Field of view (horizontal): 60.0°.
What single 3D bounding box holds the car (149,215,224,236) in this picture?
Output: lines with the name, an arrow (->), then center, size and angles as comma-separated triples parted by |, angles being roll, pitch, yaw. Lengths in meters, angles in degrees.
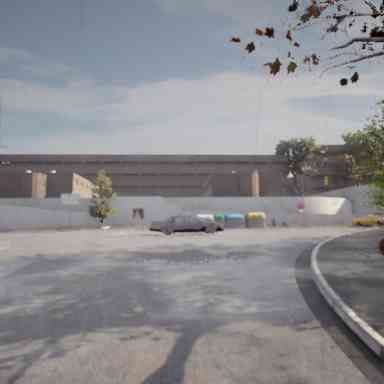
car -> -0.429, 2.391, 23.999 | 5.357, 1.411, 2.033 | 0, -5, -4

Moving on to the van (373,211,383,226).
van -> 25.854, 3.338, 42.574 | 1.878, 1.987, 4.442 | 2, -7, -24

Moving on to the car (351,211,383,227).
car -> 22.912, 3.597, 42.287 | 1.946, 1.575, 5.366 | 2, -7, -24
